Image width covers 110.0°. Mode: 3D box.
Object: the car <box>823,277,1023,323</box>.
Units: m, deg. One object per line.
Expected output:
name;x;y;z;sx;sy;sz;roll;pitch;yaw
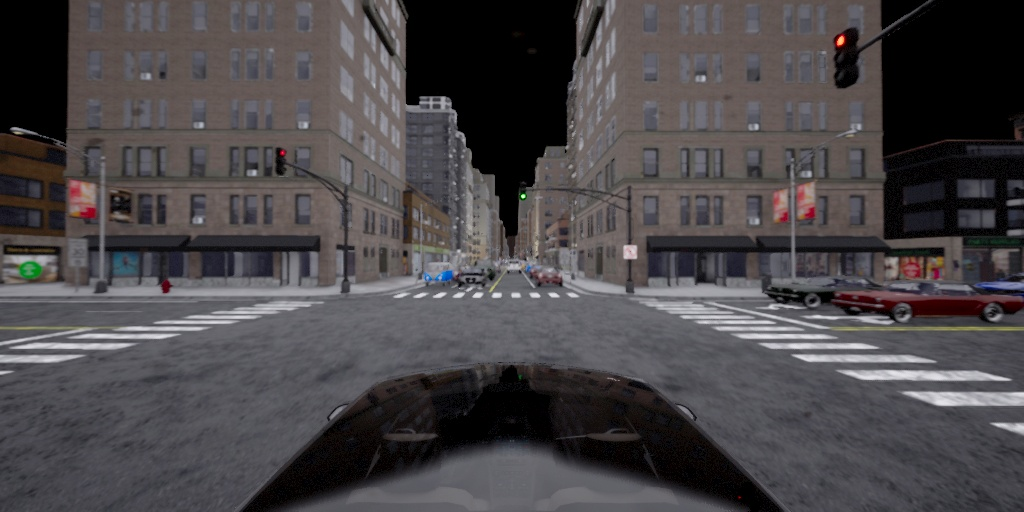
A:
car;13.847;1.490;12.204;4.718;1.301;1.895;0;-1;0

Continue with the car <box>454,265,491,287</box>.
car;-2.964;1.626;27.792;1.994;1.385;4.181;0;-1;0

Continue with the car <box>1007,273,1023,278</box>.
car;23.046;1.416;15.504;5.008;1.535;1.882;0;-1;0

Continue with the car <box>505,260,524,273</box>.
car;0.353;1.624;56.354;2.150;2.045;5.566;0;-1;1

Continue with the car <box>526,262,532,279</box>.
car;2.854;1.641;39.448;1.967;1.591;4.097;0;0;0

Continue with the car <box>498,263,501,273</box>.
car;-2.877;1.892;46.889;1.895;1.301;4.718;0;-1;0

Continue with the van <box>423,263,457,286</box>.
van;-5.720;1.407;28.144;1.690;1.789;3.998;0;0;0

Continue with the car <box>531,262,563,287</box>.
car;2.806;1.504;28.110;1.967;1.591;4.097;0;0;0

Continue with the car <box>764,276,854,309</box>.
car;13.727;1.525;15.453;4.718;1.301;1.895;0;-1;0

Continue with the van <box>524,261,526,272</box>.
van;2.902;1.677;50.786;1.690;1.789;3.998;0;0;0

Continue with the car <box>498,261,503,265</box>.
car;-2.790;1.936;56.990;1.812;1.442;4.674;0;-1;1

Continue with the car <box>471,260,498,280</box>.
car;-2.921;1.395;37.103;2.150;2.045;5.566;0;-1;0
